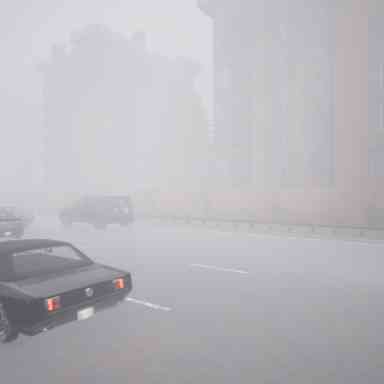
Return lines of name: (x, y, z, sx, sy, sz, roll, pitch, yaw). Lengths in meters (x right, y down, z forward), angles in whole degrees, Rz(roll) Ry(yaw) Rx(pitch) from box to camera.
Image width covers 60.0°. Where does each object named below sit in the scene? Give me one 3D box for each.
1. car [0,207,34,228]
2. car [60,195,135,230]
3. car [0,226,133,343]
car: (-9.553, 1.491, 15.119, 4.902, 1.511, 2.128, 0, 0, 36)
car: (-6.088, 1.220, 21.244, 5.566, 2.045, 2.150, 0, 0, 36)
car: (-3.450, 1.600, 6.458, 4.718, 1.301, 1.895, 0, 0, 36)
